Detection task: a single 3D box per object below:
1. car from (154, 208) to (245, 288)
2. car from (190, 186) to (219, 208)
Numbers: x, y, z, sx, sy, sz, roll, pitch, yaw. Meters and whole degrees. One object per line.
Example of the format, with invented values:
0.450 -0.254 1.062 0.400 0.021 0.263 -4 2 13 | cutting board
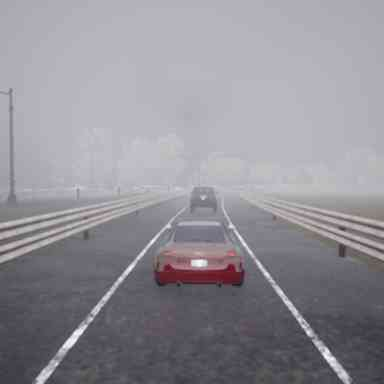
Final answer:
0.198 1.347 8.688 1.994 1.385 4.181 0 1 2 | car
1.042 0.531 27.832 2.150 2.045 5.566 0 1 4 | car
